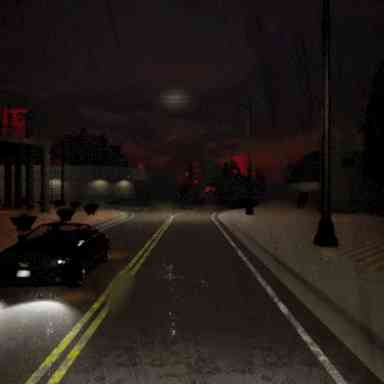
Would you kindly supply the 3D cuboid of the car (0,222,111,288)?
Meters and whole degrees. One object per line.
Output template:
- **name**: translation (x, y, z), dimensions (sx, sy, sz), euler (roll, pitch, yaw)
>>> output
- **car**: translation (-3.591, 1.547, 9.069), dimensions (1.994, 1.385, 4.181), euler (0, 0, 0)

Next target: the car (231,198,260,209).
- **car**: translation (7.395, 1.539, 45.590), dimensions (4.181, 1.385, 1.994), euler (0, 0, -37)
